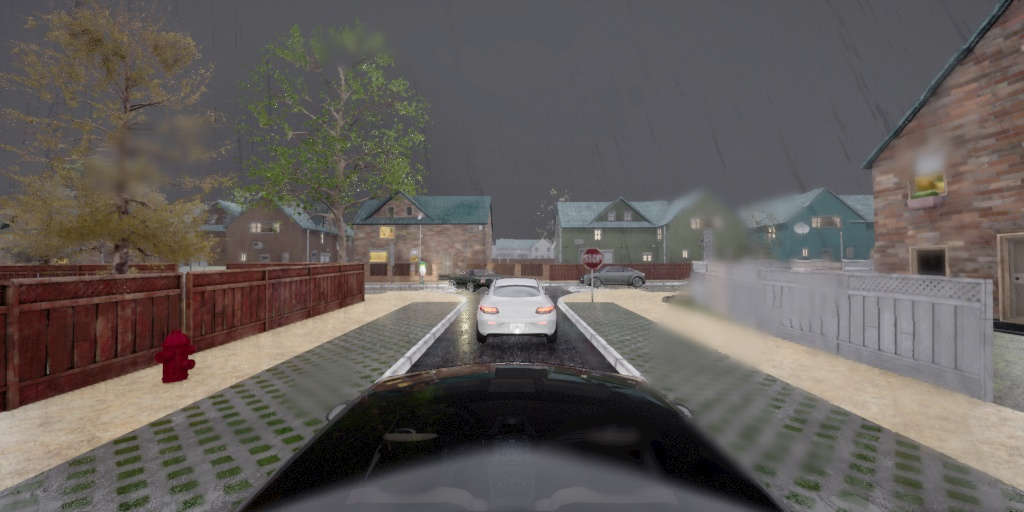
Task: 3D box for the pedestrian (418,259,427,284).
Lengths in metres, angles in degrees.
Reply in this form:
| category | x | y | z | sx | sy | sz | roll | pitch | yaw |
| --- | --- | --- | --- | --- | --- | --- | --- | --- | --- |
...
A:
| category | x | y | z | sx | sy | sz | roll | pitch | yaw |
| --- | --- | --- | --- | --- | --- | --- | --- | --- | --- |
| pedestrian | -6.683 | 1.118 | 26.716 | 0.375 | 1.860 | 0.375 | 0 | -1 | 1 |

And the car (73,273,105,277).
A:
| category | x | y | z | sx | sy | sz | roll | pitch | yaw |
| --- | --- | --- | --- | --- | --- | --- | --- | --- | --- |
| car | -24.062 | 1.615 | 21.092 | 4.718 | 1.301 | 1.895 | -1 | -1 | 1 |

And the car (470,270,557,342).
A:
| category | x | y | z | sx | sy | sz | roll | pitch | yaw |
| --- | --- | --- | --- | --- | --- | --- | --- | --- | --- |
| car | 0.108 | 1.279 | 9.622 | 1.812 | 1.442 | 4.674 | 0 | 0 | 0 |

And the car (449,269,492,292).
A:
| category | x | y | z | sx | sy | sz | roll | pitch | yaw |
| --- | --- | --- | --- | --- | --- | --- | --- | --- | --- |
| car | -2.130 | 1.407 | 21.178 | 1.895 | 1.301 | 4.718 | 0 | -1 | -29 |

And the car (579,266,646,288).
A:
| category | x | y | z | sx | sy | sz | roll | pitch | yaw |
| --- | --- | --- | --- | --- | --- | --- | --- | --- | --- |
| car | 6.554 | 1.344 | 23.612 | 4.181 | 1.385 | 1.994 | 0 | -1 | 1 |
